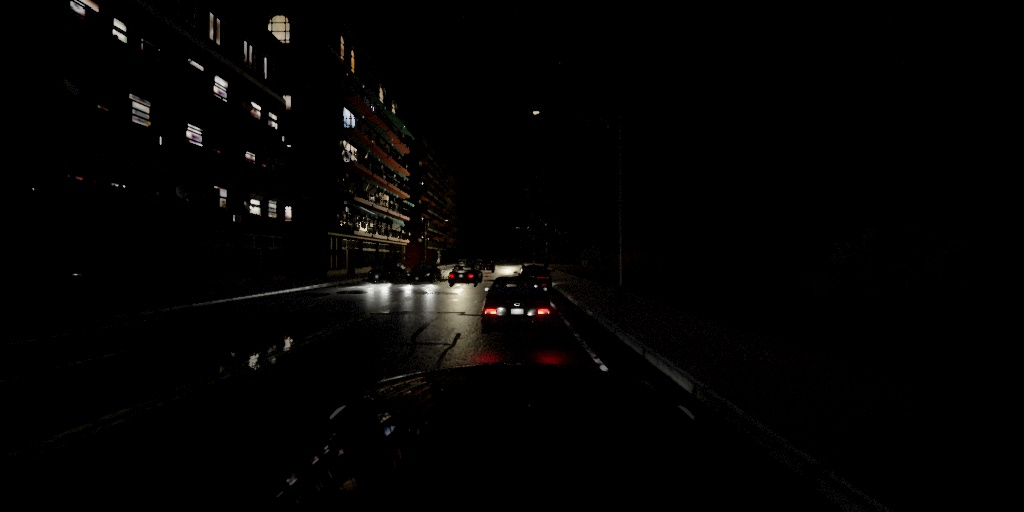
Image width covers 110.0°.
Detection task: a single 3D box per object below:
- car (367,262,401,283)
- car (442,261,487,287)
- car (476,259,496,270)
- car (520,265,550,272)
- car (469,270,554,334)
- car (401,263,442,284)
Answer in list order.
[{"bbox_3d":[-9.793,1.241,28.451,2.128,1.511,4.902,0,0,0],"label":"car"},{"bbox_3d":[-3.105,1.297,24.596,2.033,1.411,5.357,0,0,0],"label":"car"},{"bbox_3d":[-3.058,1.249,44.177,1.837,1.490,4.892,0,-1,0],"label":"car"},{"bbox_3d":[1.177,1.256,20.283,1.837,1.490,4.892,0,0,0],"label":"car"},{"bbox_3d":[0.120,1.298,10.595,2.033,1.411,5.357,0,0,0],"label":"car"},{"bbox_3d":[-6.546,1.276,27.019,1.812,1.442,4.674,0,0,0],"label":"car"}]
